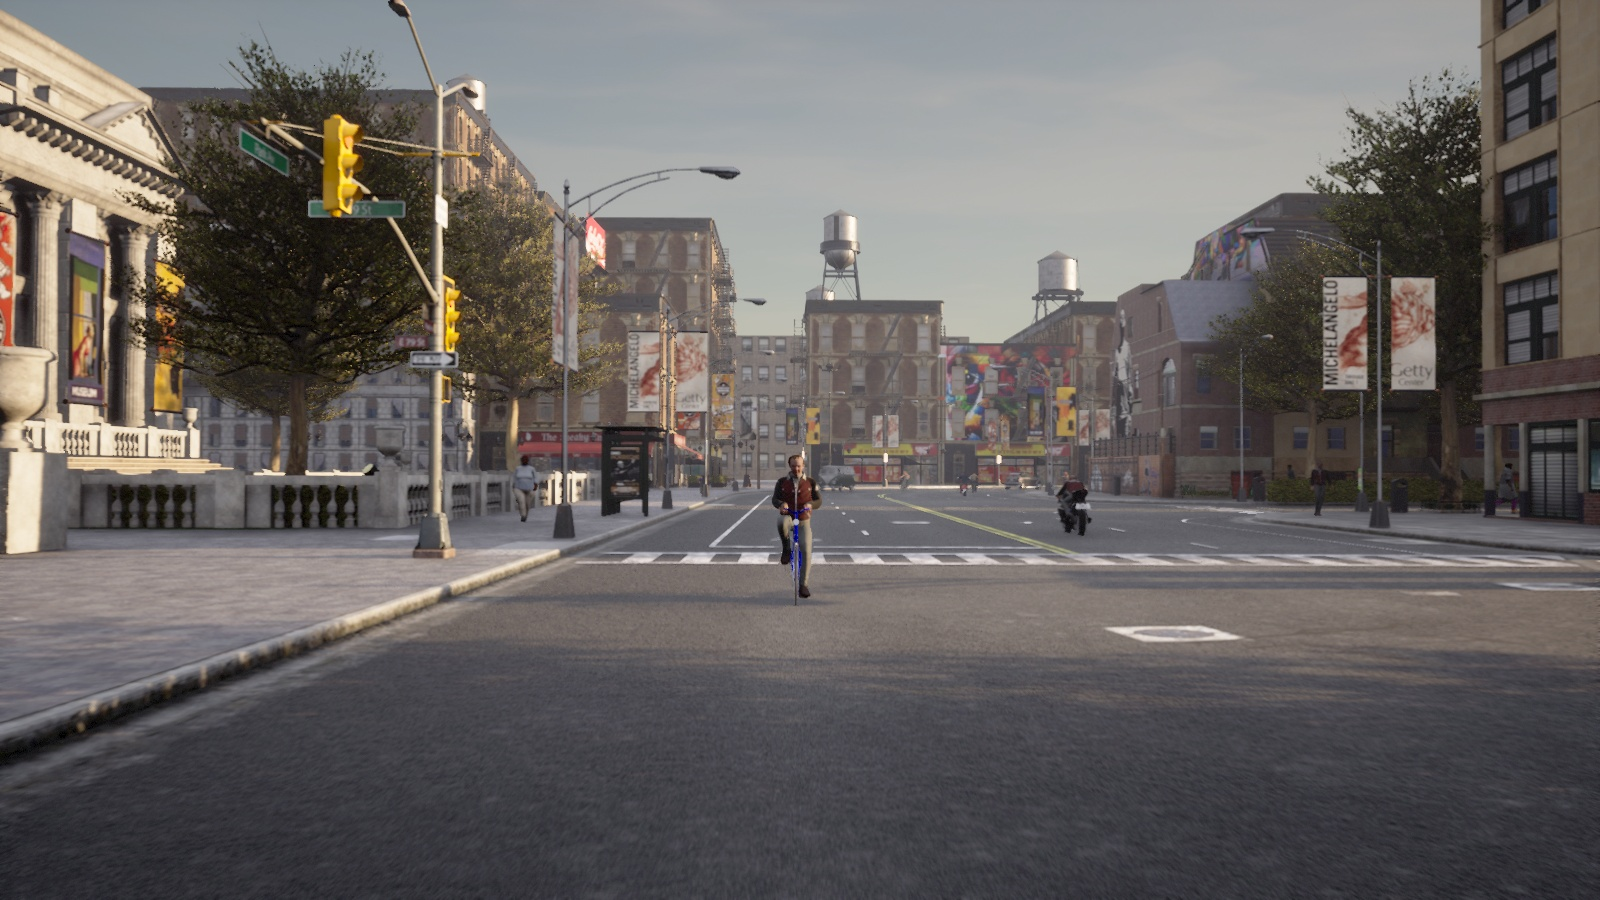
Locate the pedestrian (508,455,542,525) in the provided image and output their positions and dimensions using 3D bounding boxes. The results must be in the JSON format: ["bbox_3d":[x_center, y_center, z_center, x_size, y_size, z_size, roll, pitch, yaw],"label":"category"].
[{"bbox_3d":[-7.324,1.062,33.503,0.874,1.855,0.900,0,-1,-11],"label":"pedestrian"}]

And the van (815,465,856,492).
[{"bbox_3d":[2.742,2.146,94.948,1.775,1.987,4.442,-1,-1,20],"label":"van"}]

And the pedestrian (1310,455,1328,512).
[{"bbox_3d":[16.992,1.092,41.126,0.376,1.854,0.720,0,-1,9],"label":"pedestrian"}]

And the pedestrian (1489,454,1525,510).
[{"bbox_3d":[24.828,1.110,44.081,0.873,1.952,0.659,0,-1,2],"label":"pedestrian"}]

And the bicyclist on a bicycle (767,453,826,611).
[{"bbox_3d":[-0.039,0.936,15.000,0.659,1.776,1.843,0,-1,0],"label":"bicyclist on a bicycle"}]

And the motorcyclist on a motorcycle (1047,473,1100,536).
[{"bbox_3d":[6.919,1.356,31.888,0.866,1.530,2.191,0,-1,0],"label":"motorcyclist on a motorcycle"}]
